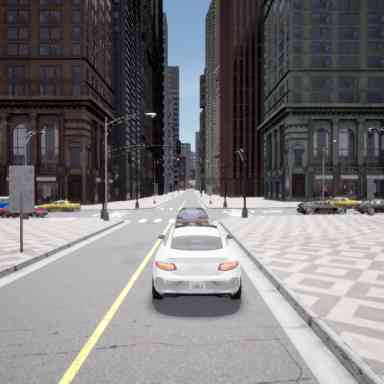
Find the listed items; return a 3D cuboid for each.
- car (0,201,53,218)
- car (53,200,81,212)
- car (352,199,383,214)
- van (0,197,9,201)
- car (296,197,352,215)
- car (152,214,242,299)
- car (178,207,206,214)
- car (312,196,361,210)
[{"bbox_3d":[-15.298,1.727,30.145,4.206,1.307,1.802,-1,1,0],"label":"car"},{"bbox_3d":[-15.465,1.584,38.669,4.829,1.417,1.752,-1,1,0],"label":"car"},{"bbox_3d":[17.049,1.341,30.094,4.403,1.369,2.008,-1,1,0],"label":"car"},{"bbox_3d":[-20.977,1.456,38.673,3.998,1.788,1.690,-1,1,0],"label":"van"},{"bbox_3d":[11.670,1.418,30.103,4.313,1.339,1.947,-1,1,0],"label":"car"},{"bbox_3d":[0.096,1.521,8.288,1.812,1.442,4.674,0,0,0],"label":"car"},{"bbox_3d":[0.021,1.533,17.878,2.033,1.411,5.357,0,0,1],"label":"car"},{"bbox_3d":[16.716,1.232,38.619,4.829,1.417,1.752,-1,1,0],"label":"car"}]
